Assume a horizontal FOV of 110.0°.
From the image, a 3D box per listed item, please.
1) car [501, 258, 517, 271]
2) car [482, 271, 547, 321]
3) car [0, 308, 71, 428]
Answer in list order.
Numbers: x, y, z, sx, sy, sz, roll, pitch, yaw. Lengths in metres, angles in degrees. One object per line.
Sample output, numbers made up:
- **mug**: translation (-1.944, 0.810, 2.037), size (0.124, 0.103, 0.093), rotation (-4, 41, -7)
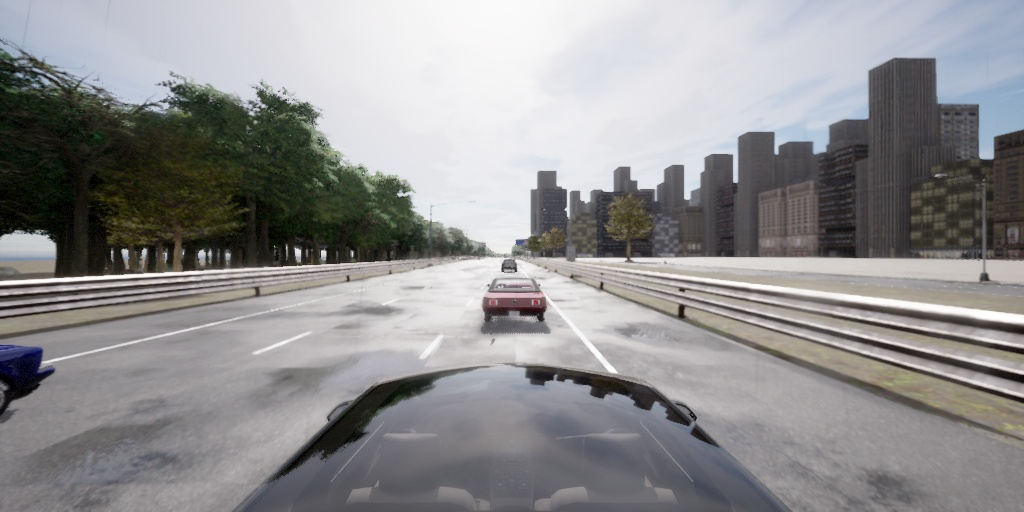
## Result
- **car**: translation (-0.351, 1.071, 44.660), size (2.033, 1.649, 4.856), rotation (0, 1, -1)
- **car**: translation (0.064, 1.352, 12.421), size (1.895, 1.301, 4.718), rotation (0, 0, 0)
- **car**: translation (-6.902, 1.351, 2.477), size (1.895, 1.301, 4.718), rotation (0, 0, 0)
